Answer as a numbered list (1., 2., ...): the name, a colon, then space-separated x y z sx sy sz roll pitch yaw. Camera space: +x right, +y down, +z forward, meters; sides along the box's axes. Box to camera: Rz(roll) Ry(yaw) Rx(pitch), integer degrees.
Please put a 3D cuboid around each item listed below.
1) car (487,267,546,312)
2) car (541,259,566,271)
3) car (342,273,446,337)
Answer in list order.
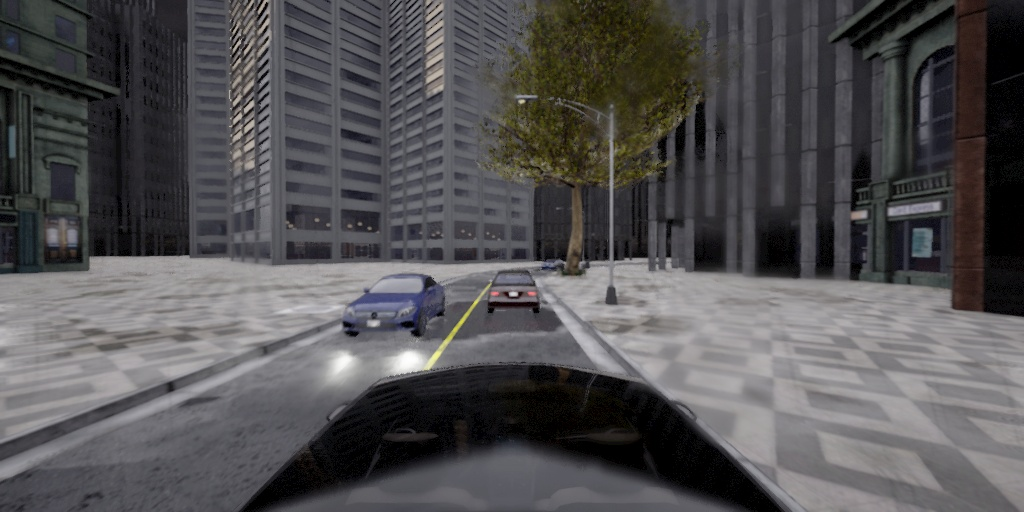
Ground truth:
1. car: 0.060 1.244 13.866 2.033 1.411 5.357 0 0 0
2. car: 5.299 1.049 43.819 2.033 1.411 5.357 0 0 28
3. car: -3.088 1.240 10.336 1.812 1.442 4.674 0 0 0
